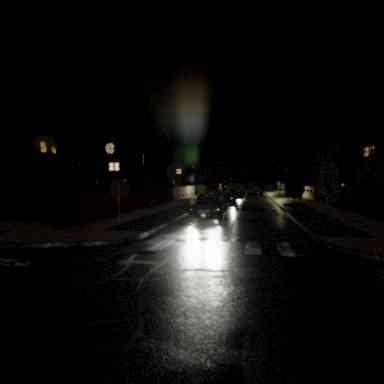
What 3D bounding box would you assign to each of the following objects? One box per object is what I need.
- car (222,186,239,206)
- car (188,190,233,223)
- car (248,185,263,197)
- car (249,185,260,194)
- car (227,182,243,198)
[{"bbox_3d":[3.225,0.477,31.565,1.812,1.442,4.674,0,2,10],"label":"car"},{"bbox_3d":[1.020,0.848,19.399,2.128,1.511,4.902,0,2,11],"label":"car"},{"bbox_3d":[9.239,-0.059,48.258,1.994,1.385,4.181,0,2,9],"label":"car"},{"bbox_3d":[10.899,-0.476,58.076,1.882,1.535,5.008,0,2,10],"label":"car"},{"bbox_3d":[5.634,-0.270,44.788,2.150,2.045,5.566,0,1,11],"label":"car"}]
